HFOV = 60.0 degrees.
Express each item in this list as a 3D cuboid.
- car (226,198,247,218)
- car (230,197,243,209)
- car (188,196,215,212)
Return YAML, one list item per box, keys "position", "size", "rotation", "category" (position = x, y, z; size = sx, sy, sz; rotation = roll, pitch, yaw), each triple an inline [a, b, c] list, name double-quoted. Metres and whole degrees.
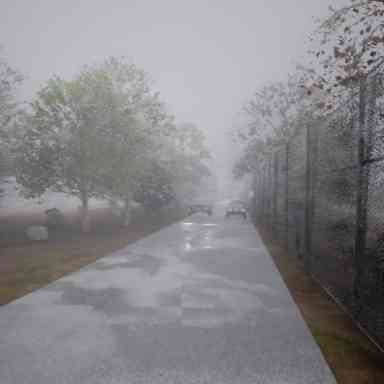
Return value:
- position: [4.188, 1.626, 31.404]
  size: [2.033, 1.411, 5.357]
  rotation: [2, 0, 8]
  category: "car"
- position: [6.569, 1.632, 49.007]
  size: [1.837, 1.490, 4.892]
  rotation: [2, 0, 8]
  category: "car"
- position: [0.842, 1.132, 27.825]
  size: [1.837, 1.490, 4.892]
  rotation: [2, 0, 8]
  category: "car"
